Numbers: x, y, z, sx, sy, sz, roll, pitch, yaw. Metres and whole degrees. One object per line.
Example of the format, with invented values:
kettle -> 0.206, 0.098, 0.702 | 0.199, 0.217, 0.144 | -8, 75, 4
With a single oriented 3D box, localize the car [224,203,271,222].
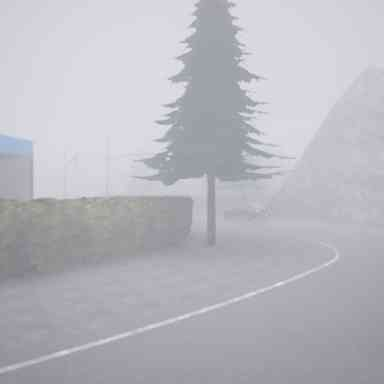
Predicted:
car -> 4.620, 1.650, 28.080 | 1.812, 1.442, 4.674 | 0, 0, -33
